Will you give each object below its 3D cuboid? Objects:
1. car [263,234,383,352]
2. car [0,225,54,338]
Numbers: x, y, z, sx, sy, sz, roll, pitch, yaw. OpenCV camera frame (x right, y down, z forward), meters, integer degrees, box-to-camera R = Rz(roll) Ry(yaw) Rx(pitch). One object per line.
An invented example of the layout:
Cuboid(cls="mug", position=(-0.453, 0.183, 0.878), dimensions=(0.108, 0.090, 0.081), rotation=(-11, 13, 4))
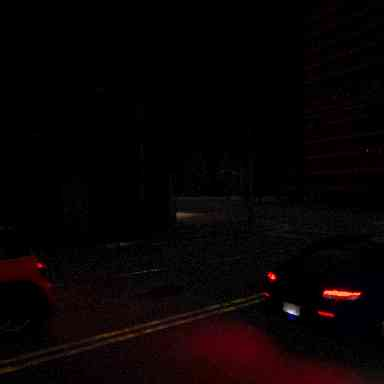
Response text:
Cuboid(cls="car", position=(3.309, 1.526, 6.130), dimensions=(4.674, 1.442, 1.812), rotation=(0, 0, -35))
Cuboid(cls="car", position=(-4.622, 1.351, 4.976), dimensions=(4.553, 1.767, 2.097), rotation=(0, 0, -35))
